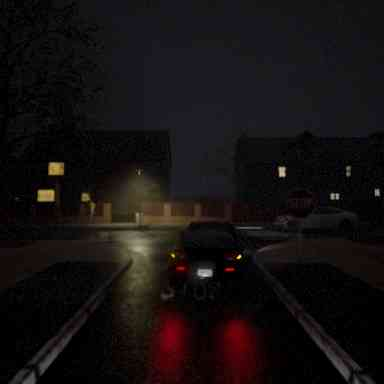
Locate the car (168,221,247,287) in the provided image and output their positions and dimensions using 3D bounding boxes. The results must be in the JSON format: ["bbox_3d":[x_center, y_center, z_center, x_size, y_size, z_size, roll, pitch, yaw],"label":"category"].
[{"bbox_3d":[0.506,1.520,9.230,1.812,1.442,4.674,0,0,6],"label":"car"}]

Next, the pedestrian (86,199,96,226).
[{"bbox_3d":[-6.727,1.343,22.156,0.375,1.860,0.375,0,-1,1],"label":"pedestrian"}]

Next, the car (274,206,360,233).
[{"bbox_3d":[7.097,1.529,19.067,4.674,1.442,1.812,0,-1,1],"label":"car"}]
